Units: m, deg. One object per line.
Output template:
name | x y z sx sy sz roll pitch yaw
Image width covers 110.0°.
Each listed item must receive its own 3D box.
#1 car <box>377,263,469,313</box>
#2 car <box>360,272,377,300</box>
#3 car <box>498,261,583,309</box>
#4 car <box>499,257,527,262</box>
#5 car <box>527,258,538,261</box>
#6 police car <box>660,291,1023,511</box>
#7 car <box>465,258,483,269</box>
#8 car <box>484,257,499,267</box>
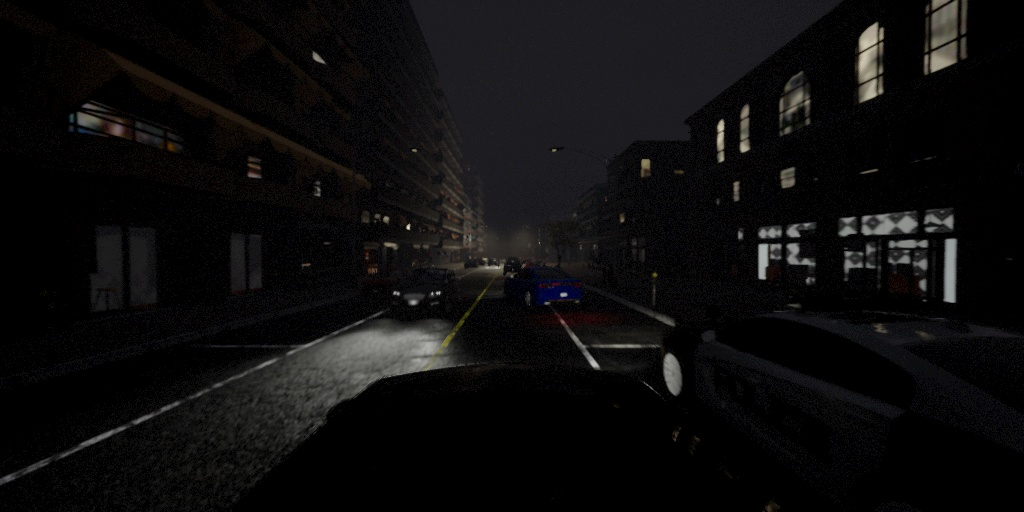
car | -3.097 1.189 13.697 2.128 1.511 4.902 0 0 0
car | -5.692 1.227 17.222 1.888 1.381 4.507 0 0 0
car | 1.088 1.170 14.726 1.882 1.535 5.008 0 0 -17
car | 0.096 1.090 36.857 2.128 1.511 4.902 0 0 0
car | 2.689 1.135 34.395 1.751 1.417 4.829 0 0 0
police car | 3.134 1.167 3.470 1.930 1.638 5.238 0 0 0
car | -5.693 1.083 51.286 1.888 1.381 4.507 0 0 0
car | -3.001 1.004 59.615 2.128 1.511 4.902 0 0 0
